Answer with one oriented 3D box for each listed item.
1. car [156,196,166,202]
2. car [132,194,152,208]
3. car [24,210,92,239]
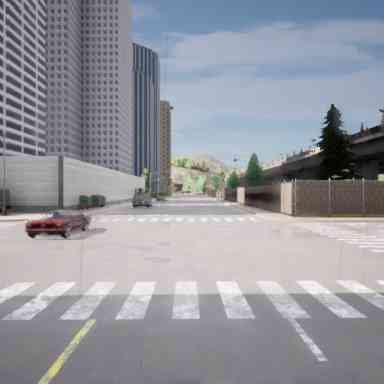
[{"bbox_3d":[-6.931,1.539,74.159,2.033,1.411,5.357,0,0,0],"label":"car"},{"bbox_3d":[-6.956,1.330,47.058,2.150,2.045,5.566,0,1,0],"label":"car"},{"bbox_3d":[-6.985,1.645,17.825,1.895,1.301,4.718,0,0,0],"label":"car"}]
